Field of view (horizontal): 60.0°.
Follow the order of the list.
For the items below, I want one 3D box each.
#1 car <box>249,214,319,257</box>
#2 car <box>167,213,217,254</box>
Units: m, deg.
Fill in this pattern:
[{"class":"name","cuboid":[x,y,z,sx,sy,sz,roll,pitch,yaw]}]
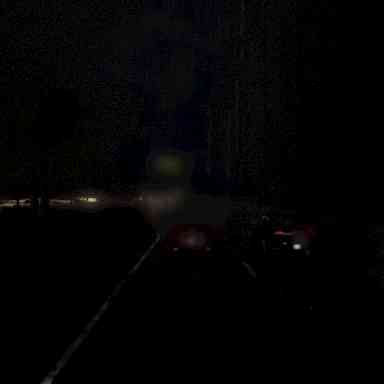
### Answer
[{"class":"car","cuboid":[3.515,1.625,13.507,2.128,1.511,4.902,0,0,0]},{"class":"car","cuboid":[0.022,1.617,14.259,1.882,1.535,5.008,0,0,0]}]
